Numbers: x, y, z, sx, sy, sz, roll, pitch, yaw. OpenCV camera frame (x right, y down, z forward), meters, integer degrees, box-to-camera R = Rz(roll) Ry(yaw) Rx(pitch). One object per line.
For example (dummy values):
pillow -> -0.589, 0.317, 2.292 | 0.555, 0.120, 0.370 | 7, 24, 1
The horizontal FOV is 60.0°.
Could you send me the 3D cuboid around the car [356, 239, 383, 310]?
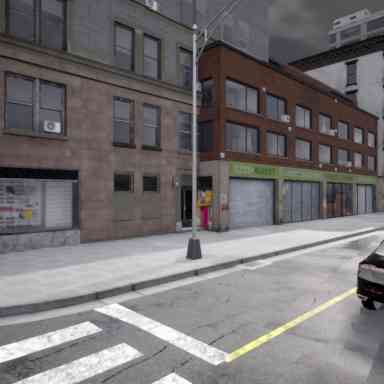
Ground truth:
car -> 5.017, 1.497, 6.800 | 4.902, 1.511, 2.128 | 0, 0, -44
